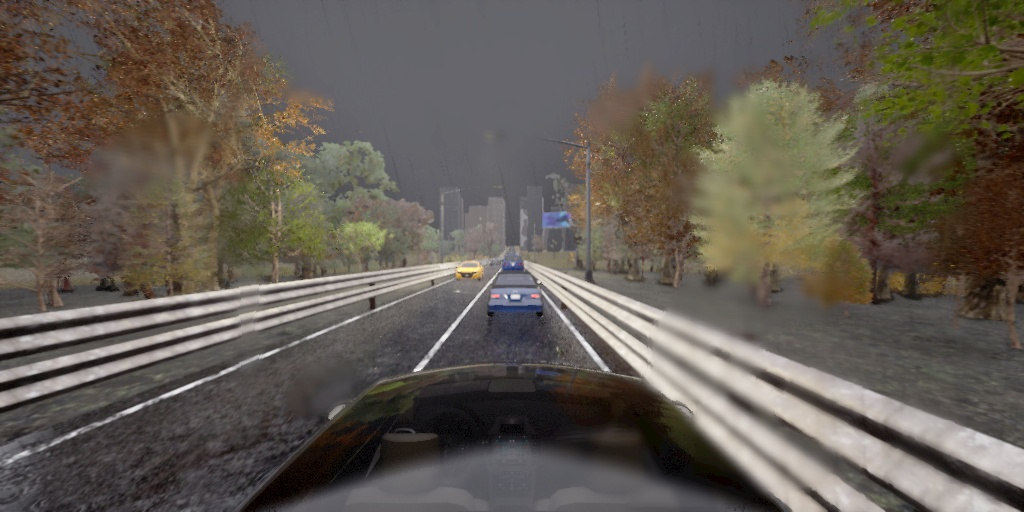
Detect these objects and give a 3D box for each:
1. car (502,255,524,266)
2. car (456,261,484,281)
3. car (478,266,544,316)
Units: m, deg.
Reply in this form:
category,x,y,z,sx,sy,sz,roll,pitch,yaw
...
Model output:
category,x,y,z,sx,sy,sz,roll,pitch,yaw
car,0.108,0.925,37.518,2.150,2.045,5.566,0,0,0
car,-3.341,1.168,29.106,1.882,1.535,5.008,0,0,0
car,0.102,1.239,13.049,2.033,1.411,5.357,0,0,0
